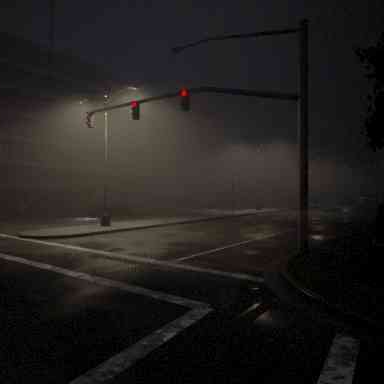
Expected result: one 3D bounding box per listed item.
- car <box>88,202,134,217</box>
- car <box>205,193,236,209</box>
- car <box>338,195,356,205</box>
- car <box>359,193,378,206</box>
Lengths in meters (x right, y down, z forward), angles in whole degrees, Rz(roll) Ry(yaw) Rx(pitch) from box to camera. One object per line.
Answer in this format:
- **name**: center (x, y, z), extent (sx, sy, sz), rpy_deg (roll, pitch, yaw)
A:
- **car**: center (-7.294, 1.563, 30.228), extent (1.994, 1.385, 4.181), rpy_deg (0, 0, 36)
- **car**: center (3.967, 1.221, 45.759), extent (2.150, 2.045, 5.566), rpy_deg (0, 0, 36)
- **car**: center (26.656, 1.352, 57.155), extent (2.097, 1.767, 4.553), rpy_deg (0, 0, 36)
- **car**: center (28.722, 1.221, 54.041), extent (2.150, 2.045, 5.566), rpy_deg (0, 0, 36)
